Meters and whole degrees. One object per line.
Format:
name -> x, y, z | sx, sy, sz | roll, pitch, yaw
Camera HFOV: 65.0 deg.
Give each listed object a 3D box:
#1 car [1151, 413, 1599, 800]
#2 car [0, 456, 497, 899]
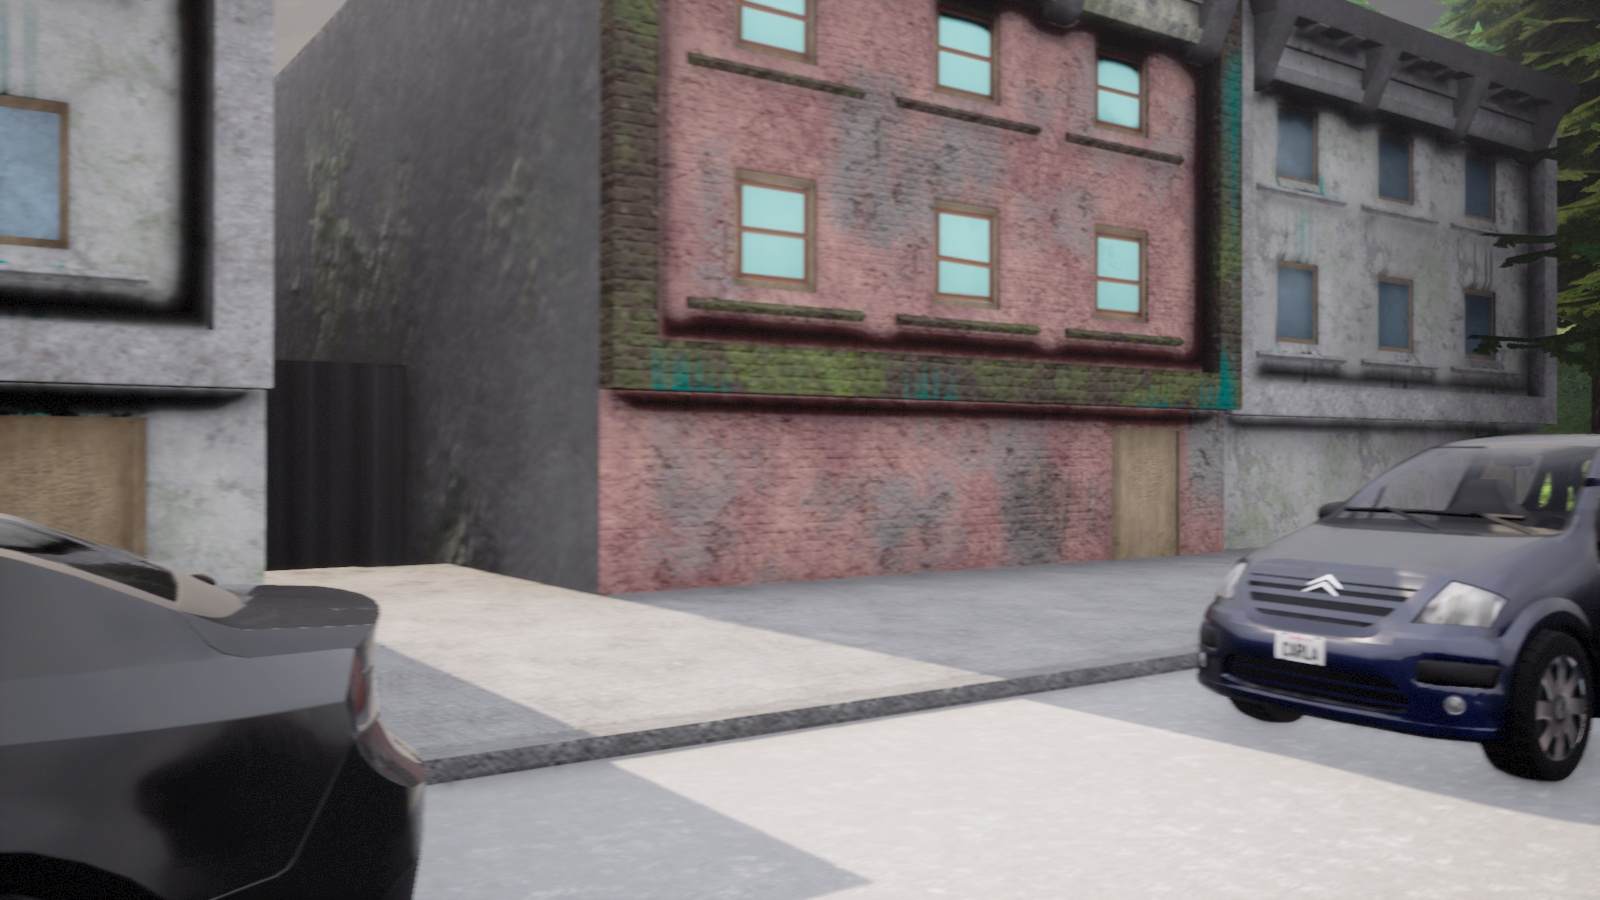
car -> 4.100, 0.651, 7.053 | 3.988, 1.617, 1.851 | 0, 0, -31
car -> -3.184, 0.761, 2.058 | 4.892, 1.490, 1.837 | 0, 0, -35
